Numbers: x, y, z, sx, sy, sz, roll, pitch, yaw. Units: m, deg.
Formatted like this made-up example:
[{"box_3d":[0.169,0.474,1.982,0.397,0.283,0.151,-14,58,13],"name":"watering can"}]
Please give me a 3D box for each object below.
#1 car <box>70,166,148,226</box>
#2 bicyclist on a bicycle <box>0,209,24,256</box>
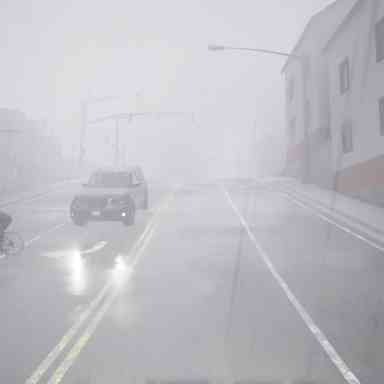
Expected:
[{"box_3d":[-3.283,0.016,14.318,2.150,2.045,5.566,0,8,2],"name":"car"},{"box_3d":[-5.357,0.965,8.925,1.656,1.620,0.582,-2,5,1],"name":"bicyclist on a bicycle"}]
